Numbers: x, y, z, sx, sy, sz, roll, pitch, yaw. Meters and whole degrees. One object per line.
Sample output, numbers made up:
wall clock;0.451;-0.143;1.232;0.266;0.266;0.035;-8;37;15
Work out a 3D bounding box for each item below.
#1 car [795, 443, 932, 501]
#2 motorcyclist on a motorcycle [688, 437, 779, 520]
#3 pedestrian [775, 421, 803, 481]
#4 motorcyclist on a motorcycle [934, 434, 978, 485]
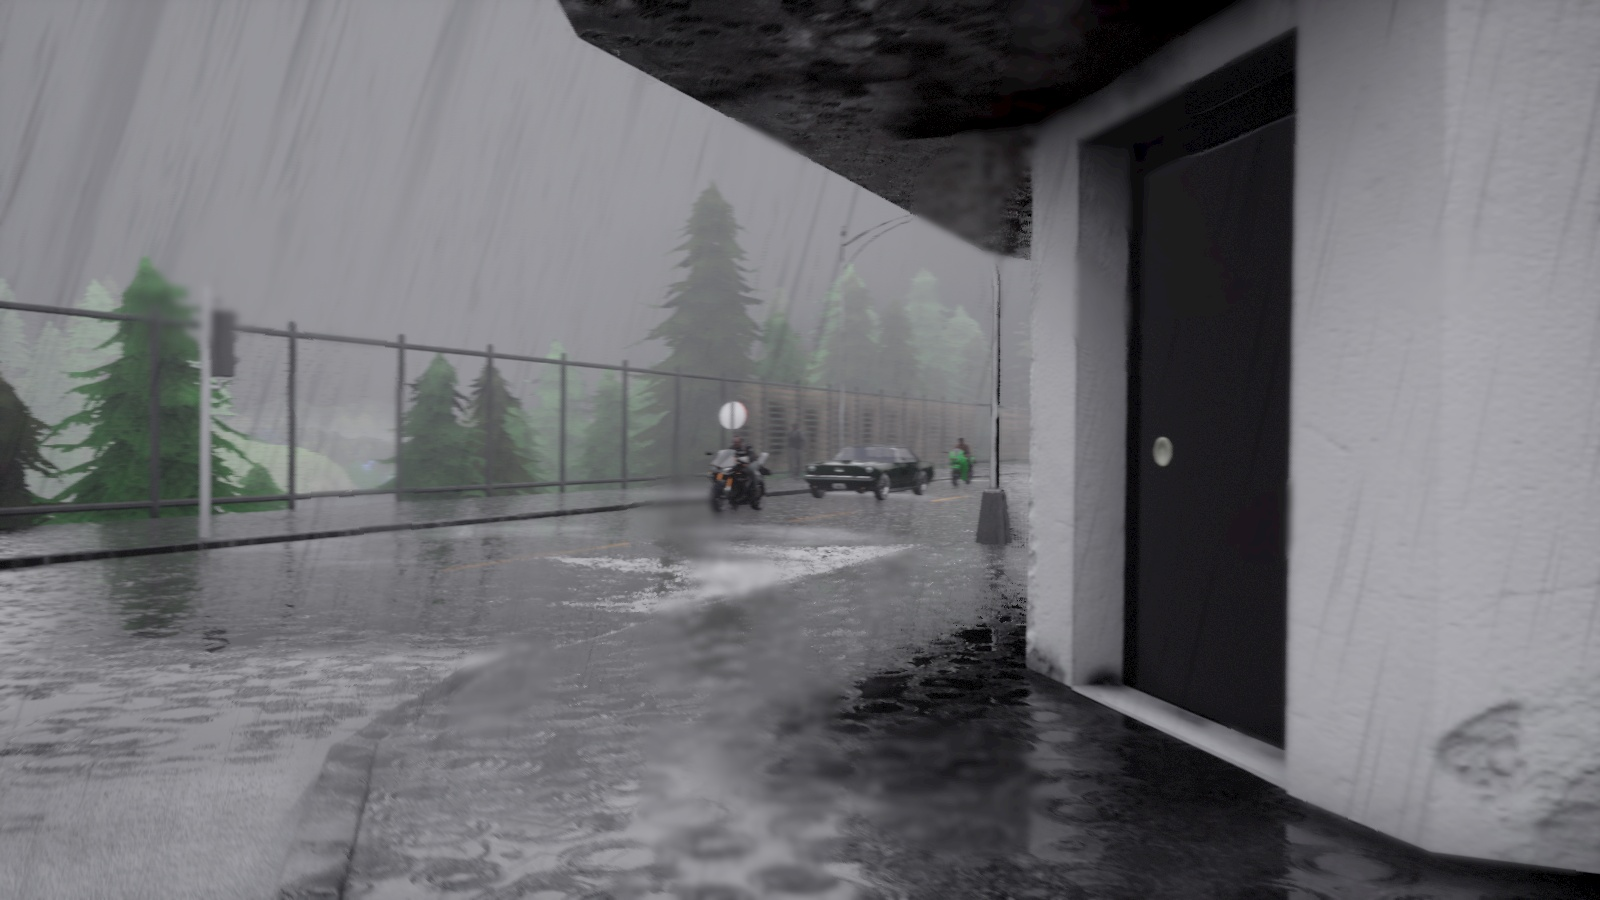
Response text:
car;1.685;0.489;31.311;1.895;1.301;4.718;0;1;23
motorcyclist on a motorcycle;-1.259;0.517;24.406;0.866;1.530;2.191;0;1;24
pedestrian;-0.343;0.022;39.830;0.563;1.883;0.849;0;1;23
motorcyclist on a motorcycle;4.821;0.271;38.625;0.797;1.523;2.044;0;1;23
